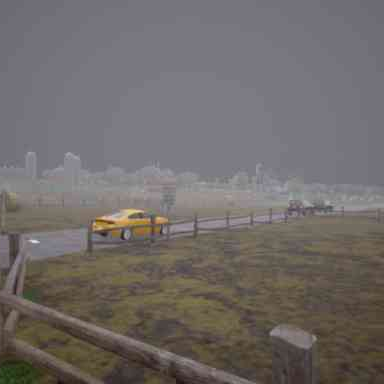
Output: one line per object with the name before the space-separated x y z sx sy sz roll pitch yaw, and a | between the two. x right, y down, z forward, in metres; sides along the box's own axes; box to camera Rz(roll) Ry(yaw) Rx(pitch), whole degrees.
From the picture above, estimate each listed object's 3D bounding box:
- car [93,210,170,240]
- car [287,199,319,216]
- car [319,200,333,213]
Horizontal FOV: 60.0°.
car | -3.267 1.750 19.029 1.882 1.535 5.008 2 0 36
car | 14.228 2.006 43.206 2.150 2.045 5.566 2 0 36
car | 20.274 2.194 51.662 2.150 2.045 5.566 2 0 36
